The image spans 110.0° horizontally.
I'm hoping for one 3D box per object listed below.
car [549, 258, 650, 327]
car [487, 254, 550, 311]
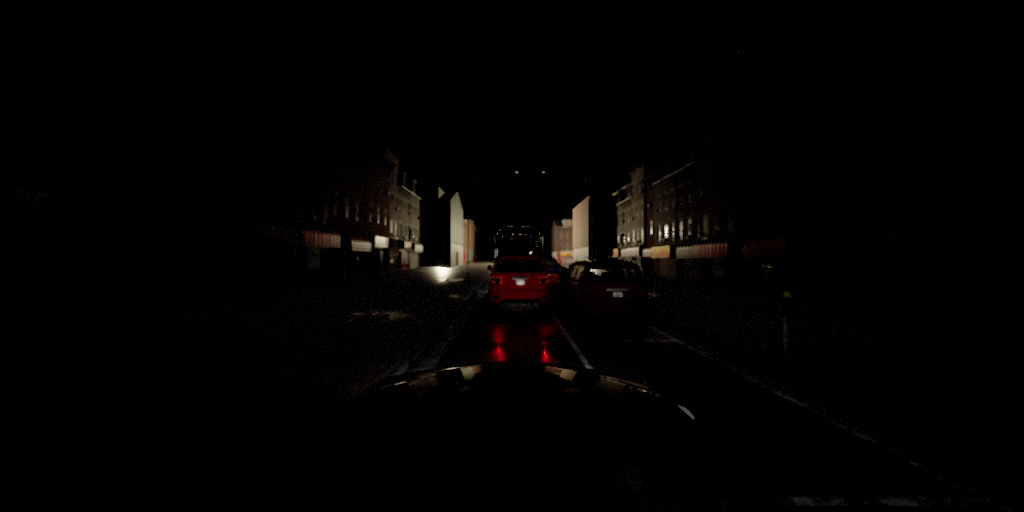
[{"bbox_3d":[2.638,1.051,11.363,2.192,1.841,5.009,0,0,0],"label":"car"},{"bbox_3d":[0.186,0.954,14.439,2.150,2.045,5.566,0,0,-2],"label":"car"}]
